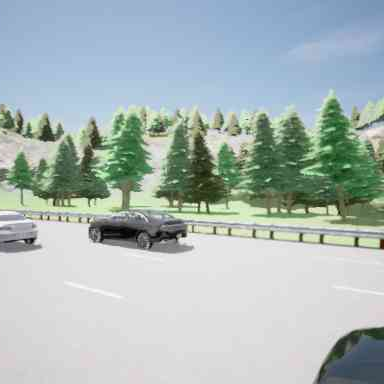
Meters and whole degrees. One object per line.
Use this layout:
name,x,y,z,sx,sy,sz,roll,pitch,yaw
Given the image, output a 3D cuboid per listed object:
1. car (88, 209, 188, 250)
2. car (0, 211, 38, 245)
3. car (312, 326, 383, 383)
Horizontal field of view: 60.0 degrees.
car,-2.473,1.493,14.352,4.902,1.511,2.128,0,0,35
car,-8.486,1.527,14.328,4.674,1.442,1.812,0,0,35
car,2.860,1.564,1.952,4.181,1.385,1.994,0,0,35
